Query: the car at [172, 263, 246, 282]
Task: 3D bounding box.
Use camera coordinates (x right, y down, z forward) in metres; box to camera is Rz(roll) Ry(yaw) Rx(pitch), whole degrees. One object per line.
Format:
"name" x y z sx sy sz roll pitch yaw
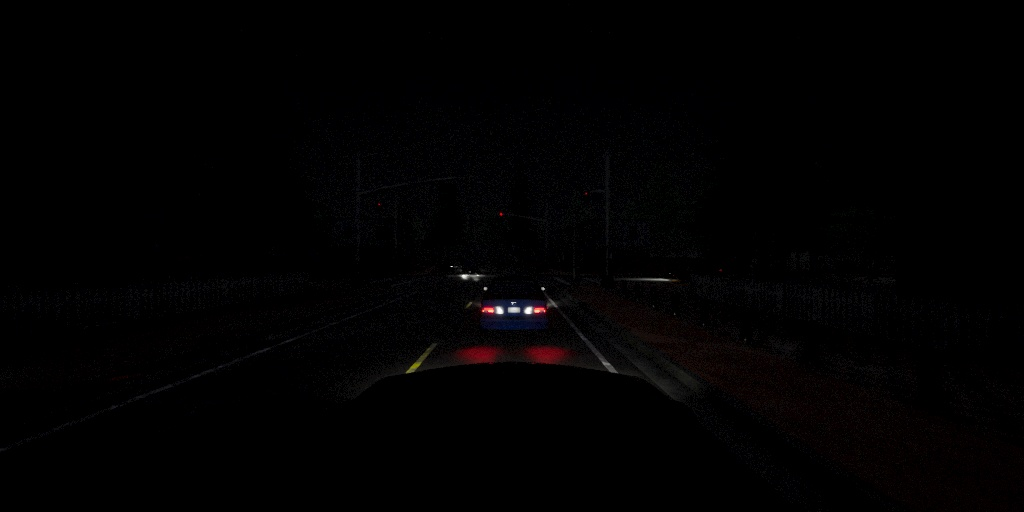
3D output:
"car" -23.568 1.282 27.659 5.357 1.411 2.033 0 0 2

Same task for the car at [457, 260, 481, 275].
"car" -4.411 1.263 39.506 2.033 1.411 5.357 0 0 -2

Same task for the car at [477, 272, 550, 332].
"car" 0.065 1.297 10.800 2.033 1.411 5.357 0 0 0

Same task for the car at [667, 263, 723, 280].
"car" 15.324 1.298 30.211 4.181 1.385 1.994 0 0 2
